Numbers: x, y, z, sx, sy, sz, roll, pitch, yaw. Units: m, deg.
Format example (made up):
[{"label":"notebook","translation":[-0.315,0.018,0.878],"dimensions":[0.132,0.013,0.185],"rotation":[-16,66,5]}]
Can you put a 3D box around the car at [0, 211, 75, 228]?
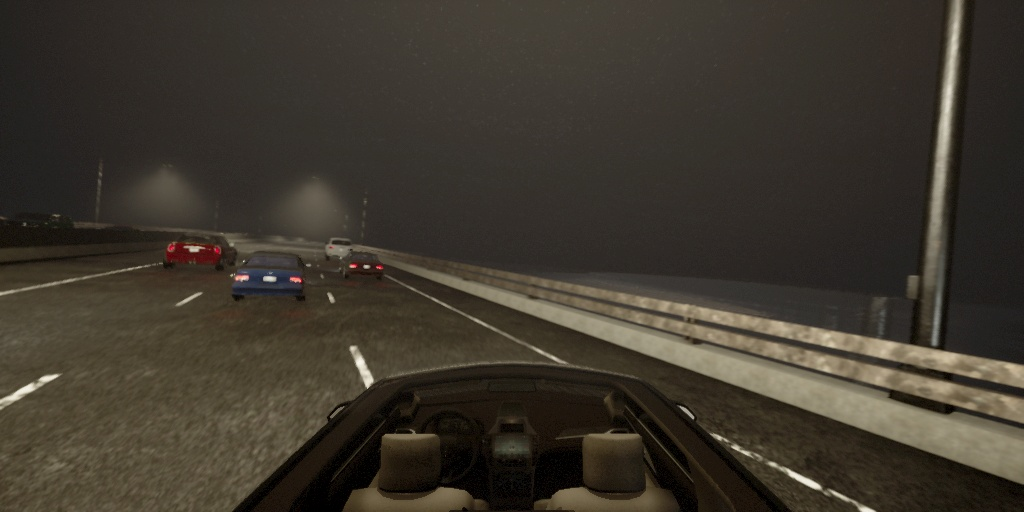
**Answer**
[{"label":"car","translation":[-37.369,-2.452,28.332],"dimensions":[2.150,2.045,5.566],"rotation":[5,0,-29]}]

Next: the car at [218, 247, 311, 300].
[{"label":"car","translation":[-7.807,0.542,11.863],"dimensions":[2.033,1.411,5.357],"rotation":[5,0,-30]}]

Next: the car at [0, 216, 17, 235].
[{"label":"car","translation":[-40.685,-2.447,27.077],"dimensions":[1.837,1.490,4.892],"rotation":[5,0,-29]}]

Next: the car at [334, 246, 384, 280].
[{"label":"car","translation":[-8.320,0.444,19.709],"dimensions":[2.033,1.411,5.357],"rotation":[5,0,-29]}]

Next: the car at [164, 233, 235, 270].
[{"label":"car","translation":[-15.269,-0.345,17.889],"dimensions":[2.097,1.767,4.553],"rotation":[5,0,-30]}]

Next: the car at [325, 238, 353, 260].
[{"label":"car","translation":[-16.104,-0.643,33.435],"dimensions":[2.150,2.045,5.566],"rotation":[5,1,-29]}]

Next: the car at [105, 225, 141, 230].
[{"label":"car","translation":[-36.229,-2.126,33.472],"dimensions":[1.882,1.535,5.008],"rotation":[5,0,-29]}]
